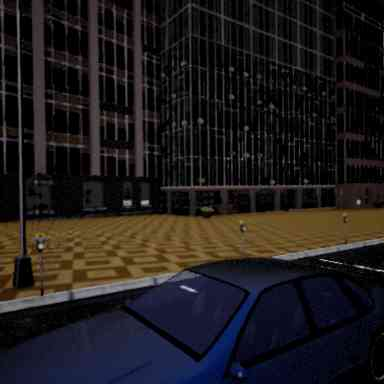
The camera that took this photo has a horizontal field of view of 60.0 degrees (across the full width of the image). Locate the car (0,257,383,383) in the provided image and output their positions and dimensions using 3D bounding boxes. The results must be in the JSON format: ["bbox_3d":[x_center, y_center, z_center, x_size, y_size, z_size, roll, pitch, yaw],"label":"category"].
[{"bbox_3d":[0.618,1.552,3.819,5.357,1.411,2.033,0,0,-36],"label":"car"}]
